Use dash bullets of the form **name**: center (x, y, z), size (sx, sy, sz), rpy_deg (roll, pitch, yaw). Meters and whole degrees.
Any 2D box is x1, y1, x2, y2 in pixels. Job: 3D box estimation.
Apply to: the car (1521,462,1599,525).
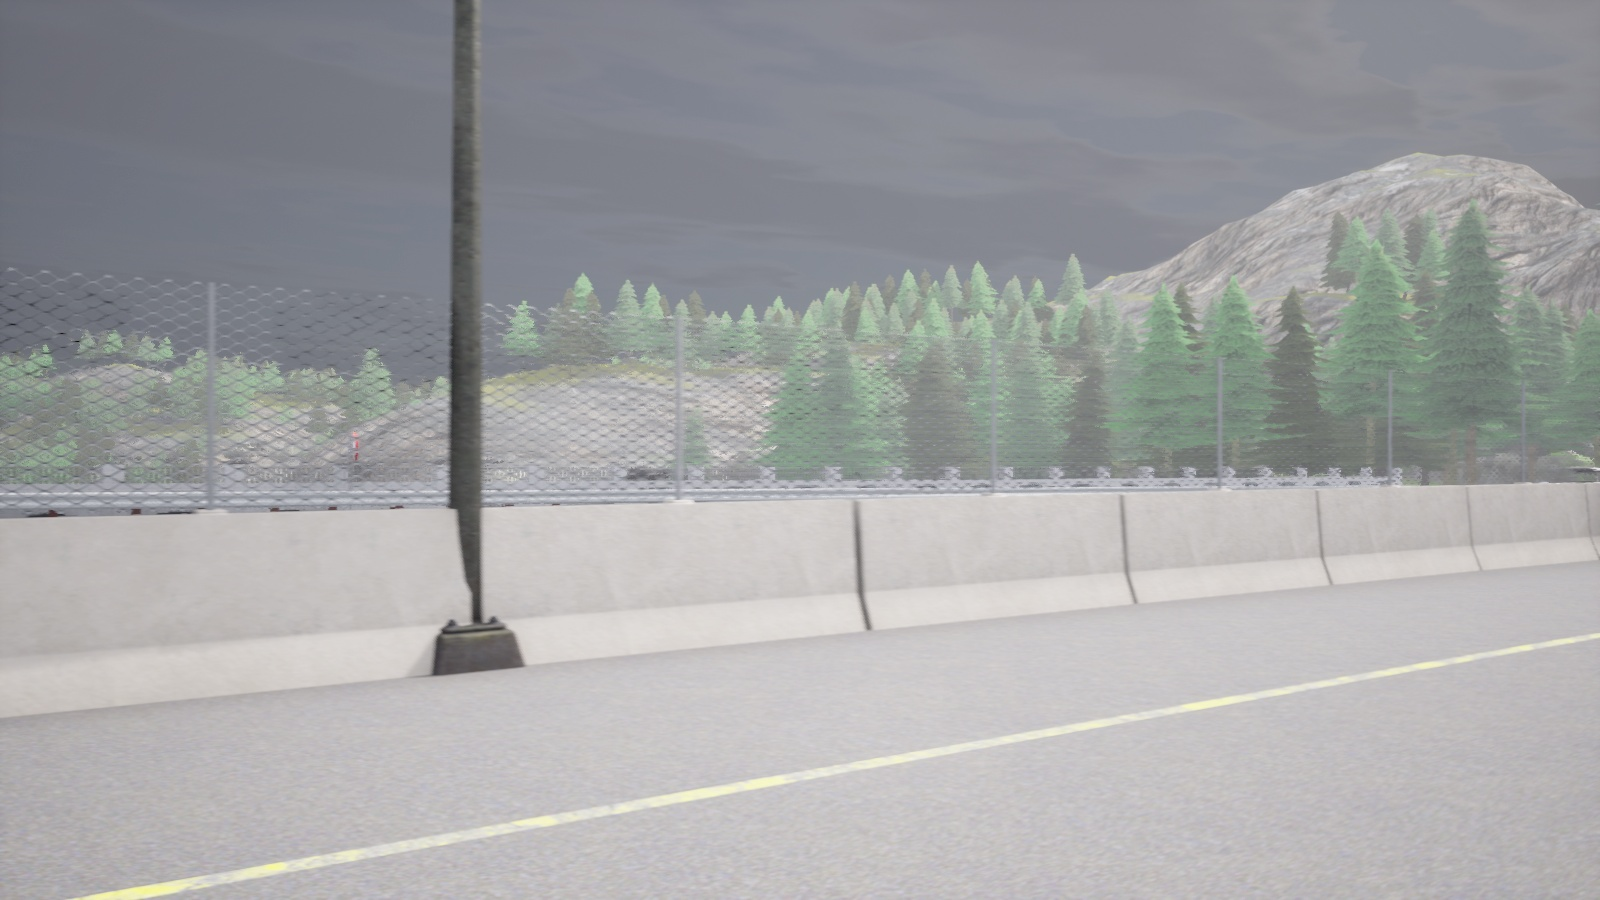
- **car**: center (17.921, 0.983, 28.924), size (2.207, 1.376, 1.481), rpy_deg (1, -1, -35)
